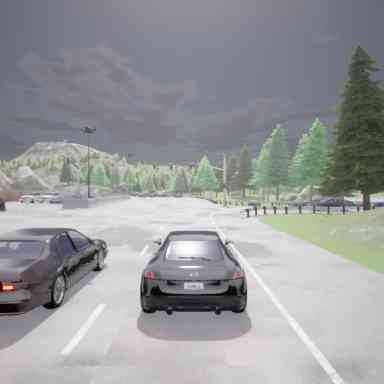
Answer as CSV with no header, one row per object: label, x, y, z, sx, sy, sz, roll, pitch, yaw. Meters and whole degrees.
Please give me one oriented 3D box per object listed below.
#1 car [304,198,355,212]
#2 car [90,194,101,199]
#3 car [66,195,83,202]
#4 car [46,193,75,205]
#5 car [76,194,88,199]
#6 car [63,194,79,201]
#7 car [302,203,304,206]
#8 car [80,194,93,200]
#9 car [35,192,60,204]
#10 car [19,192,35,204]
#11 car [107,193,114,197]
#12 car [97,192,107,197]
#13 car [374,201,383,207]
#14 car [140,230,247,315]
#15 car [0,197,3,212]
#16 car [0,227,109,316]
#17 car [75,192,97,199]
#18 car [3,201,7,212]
car,15.656,1.398,37.531,4.902,1.511,2.128,0,0,7
car,-26.211,1.208,90.831,2.033,1.411,5.357,0,0,-7
car,-25.193,1.350,71.466,1.895,1.301,4.718,0,0,-1
car,-21.599,1.321,54.787,2.128,1.511,4.902,0,0,0
car,-29.595,1.212,89.904,2.033,1.411,5.357,0,0,-7
car,-28.774,1.245,79.169,2.128,1.511,4.902,0,0,-1
car,15.730,1.454,41.052,4.181,1.385,1.994,0,0,7
car,-25.295,1.269,79.997,1.994,1.385,4.181,0,0,-1
car,-25.114,1.032,59.207,2.150,2.045,5.566,0,0,0
car,-28.603,1.031,59.416,2.150,2.045,5.566,0,0,0
car,-22.202,1.223,87.483,2.033,1.411,5.357,0,0,-3
car,-21.755,1.252,77.384,1.812,1.442,4.674,0,0,-1
car,24.476,1.374,39.637,5.008,1.535,1.882,0,0,13
car,0.030,1.563,7.649,1.994,1.385,4.181,0,0,0
car,-6.945,1.221,7.587,2.150,2.045,5.566,0,0,-2
car,-3.469,1.547,7.798,2.033,1.411,5.357,0,0,0
car,-21.656,1.295,68.040,2.128,1.511,4.902,0,0,-1
car,-21.406,1.272,34.653,2.097,1.767,4.553,0,0,-1
